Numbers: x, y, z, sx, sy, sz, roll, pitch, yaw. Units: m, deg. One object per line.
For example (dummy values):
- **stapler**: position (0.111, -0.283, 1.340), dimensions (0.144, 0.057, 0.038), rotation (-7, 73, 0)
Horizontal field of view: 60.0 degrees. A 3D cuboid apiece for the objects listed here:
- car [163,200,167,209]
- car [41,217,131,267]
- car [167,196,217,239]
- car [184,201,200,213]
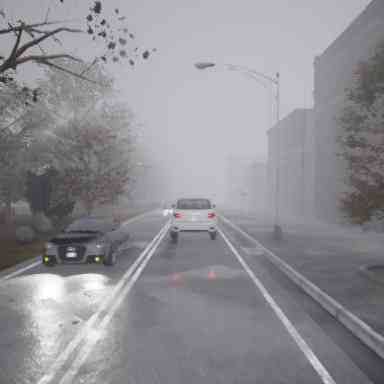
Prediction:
- **car**: position (-3.445, 1.919, 51.968), dimensions (2.128, 1.511, 4.902), rotation (0, -1, 0)
- **car**: position (-3.354, 1.567, 11.265), dimensions (1.994, 1.385, 4.181), rotation (0, 0, 0)
- **car**: position (0.089, 1.242, 17.601), dimensions (2.150, 2.045, 5.566), rotation (0, 0, 0)
- **car**: position (0.020, 1.860, 42.124), dimensions (1.895, 1.301, 4.718), rotation (0, -1, 0)
